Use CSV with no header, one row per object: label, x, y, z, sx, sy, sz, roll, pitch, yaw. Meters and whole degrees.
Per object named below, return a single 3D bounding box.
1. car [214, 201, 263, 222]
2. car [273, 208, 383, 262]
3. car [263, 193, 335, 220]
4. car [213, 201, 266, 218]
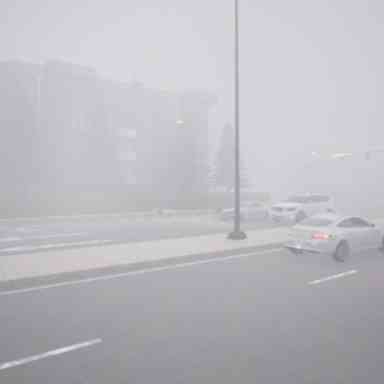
car,4.226,1.438,25.437,4.674,1.442,1.812,0,0,-36
car,5.251,1.472,11.827,4.674,1.442,1.812,0,0,-35
car,8.014,1.122,23.850,5.566,2.045,2.150,-1,0,-36
car,4.276,1.500,29.785,4.718,1.301,1.895,0,0,-36
